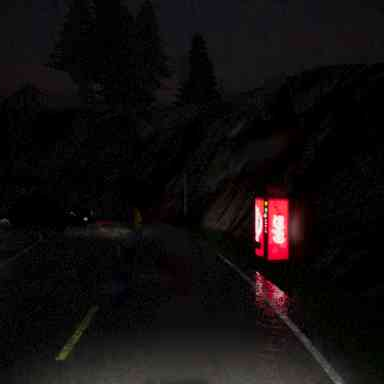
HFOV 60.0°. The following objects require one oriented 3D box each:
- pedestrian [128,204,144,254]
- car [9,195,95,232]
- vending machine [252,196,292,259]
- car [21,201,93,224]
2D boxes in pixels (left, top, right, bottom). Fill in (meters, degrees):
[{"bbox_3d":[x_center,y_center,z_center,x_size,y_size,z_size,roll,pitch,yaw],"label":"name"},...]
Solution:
[{"bbox_3d":[-2.007,1.294,11.829,0.375,1.860,0.375,0,0,-11],"label":"pedestrian"},{"bbox_3d":[-8.652,1.221,20.401,5.566,2.045,2.150,0,-1,24],"label":"car"},{"bbox_3d":[2.781,1.195,11.596,1.100,2.100,0.880,0,0,-10],"label":"vending machine"},{"bbox_3d":[-10.026,1.477,24.779,5.008,1.535,1.882,0,0,20],"label":"car"}]
